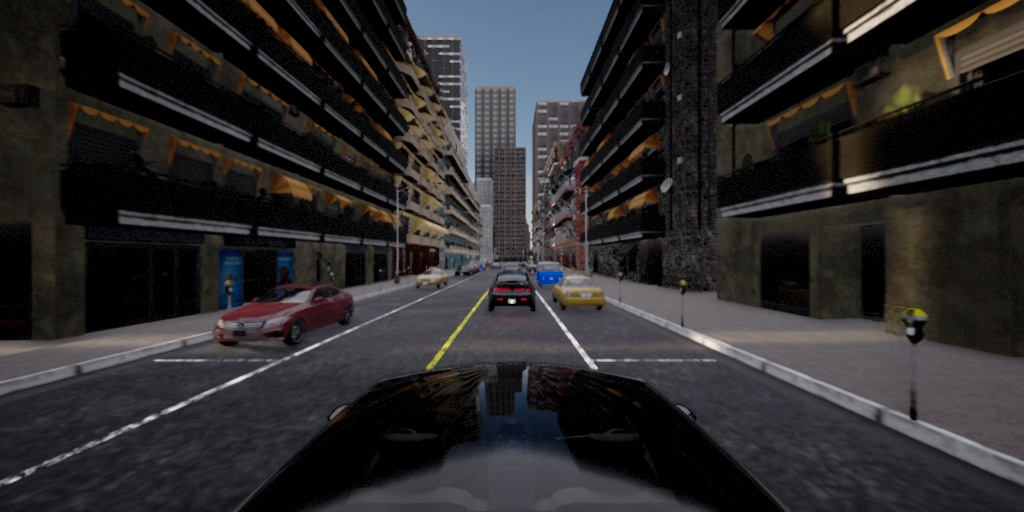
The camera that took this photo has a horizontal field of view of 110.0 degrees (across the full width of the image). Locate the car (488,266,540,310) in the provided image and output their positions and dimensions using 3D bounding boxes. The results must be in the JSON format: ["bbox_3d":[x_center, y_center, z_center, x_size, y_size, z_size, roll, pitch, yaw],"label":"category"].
[{"bbox_3d":[0.016,1.386,15.352,1.837,1.490,4.892,0,0,0],"label":"car"}]

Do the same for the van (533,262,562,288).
[{"bbox_3d":[2.677,1.324,26.154,1.690,1.789,3.998,0,0,0],"label":"van"}]

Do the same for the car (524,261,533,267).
[{"bbox_3d":[2.665,1.749,48.245,2.007,1.370,4.403,0,0,0],"label":"car"}]

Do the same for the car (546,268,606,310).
[{"bbox_3d":[2.683,1.403,15.277,1.751,1.417,4.829,0,0,0],"label":"car"}]

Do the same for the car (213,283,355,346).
[{"bbox_3d":[-5.695,1.406,9.592,1.802,1.307,4.207,0,0,0],"label":"car"}]

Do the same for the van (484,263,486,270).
[{"bbox_3d":[-5.722,1.647,59.301,1.690,1.789,3.998,0,0,0],"label":"van"}]

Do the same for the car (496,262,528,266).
[{"bbox_3d":[0.008,1.516,30.353,2.128,1.511,4.902,0,0,0],"label":"car"}]

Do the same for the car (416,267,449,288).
[{"bbox_3d":[-5.704,1.508,25.992,1.751,1.417,4.829,0,0,0],"label":"car"}]

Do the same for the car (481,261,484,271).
[{"bbox_3d":[-5.719,1.797,53.778,1.888,1.381,4.507,0,0,0],"label":"car"}]

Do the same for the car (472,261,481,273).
[{"bbox_3d":[-5.715,1.742,48.254,1.888,1.381,4.507,0,0,0],"label":"car"}]

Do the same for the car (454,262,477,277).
[{"bbox_3d":[-5.713,1.709,42.731,1.948,1.339,4.313,0,0,0],"label":"car"}]

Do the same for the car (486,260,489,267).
[{"bbox_3d":[-5.725,1.801,64.824,1.967,1.591,4.097,0,0,0],"label":"car"}]
